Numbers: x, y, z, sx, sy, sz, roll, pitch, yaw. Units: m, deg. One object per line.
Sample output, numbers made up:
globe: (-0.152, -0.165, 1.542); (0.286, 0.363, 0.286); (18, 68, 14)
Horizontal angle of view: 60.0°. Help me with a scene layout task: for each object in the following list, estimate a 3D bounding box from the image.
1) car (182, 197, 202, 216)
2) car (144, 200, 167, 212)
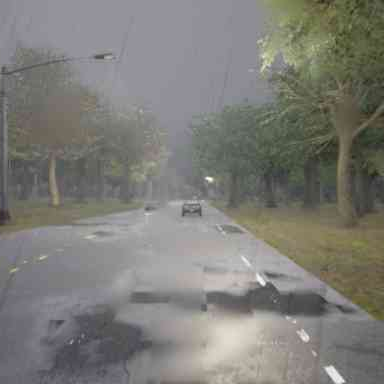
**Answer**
car: (-0.004, 1.538, 33.241); (2.128, 1.511, 4.902); (0, 0, 0)
car: (-4.249, 1.615, 40.059); (2.033, 1.411, 5.357); (0, 0, 7)
